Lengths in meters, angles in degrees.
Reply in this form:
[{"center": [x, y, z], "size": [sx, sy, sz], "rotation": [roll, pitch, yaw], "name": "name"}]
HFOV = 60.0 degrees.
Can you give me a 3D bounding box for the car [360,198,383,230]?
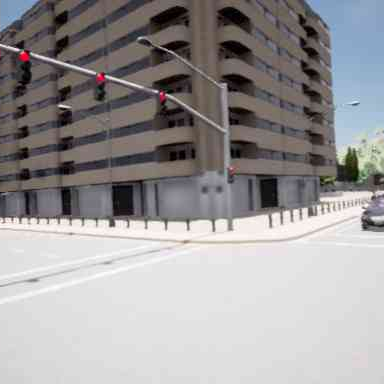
[{"center": [10.165, 1.077, 17.346], "size": [2.128, 1.511, 4.902], "rotation": [-3, 0, 38], "name": "car"}]
